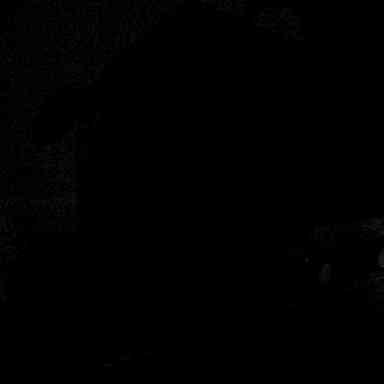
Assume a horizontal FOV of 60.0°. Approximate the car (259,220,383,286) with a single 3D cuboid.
[{"bbox_3d":[3.796,1.497,9.233,4.507,1.381,1.887,0,0,-35],"label":"car"}]
